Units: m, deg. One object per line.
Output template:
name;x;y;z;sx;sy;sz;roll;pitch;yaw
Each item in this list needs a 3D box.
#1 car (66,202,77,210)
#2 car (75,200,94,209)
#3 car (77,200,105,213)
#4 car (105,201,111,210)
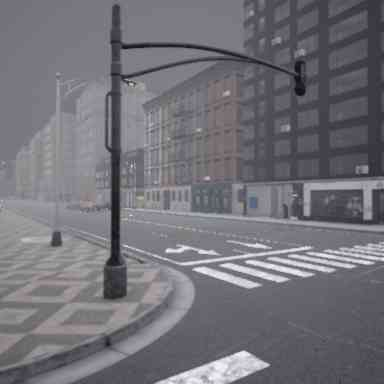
car;-19.499;2.307;55.058;1.895;1.301;4.718;1;-1;-33
car;-20.106;2.299;62.140;2.128;1.511;4.902;1;-1;-33
car;-14.402;2.122;47.278;1.812;1.442;4.674;1;-1;-33
car;-14.436;2.190;53.415;1.837;1.490;4.892;1;-1;-33
